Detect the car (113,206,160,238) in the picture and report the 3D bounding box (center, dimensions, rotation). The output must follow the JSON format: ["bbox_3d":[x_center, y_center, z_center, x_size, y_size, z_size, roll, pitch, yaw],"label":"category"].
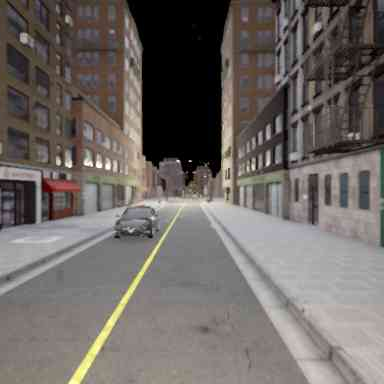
[{"bbox_3d":[-2.758,1.515,17.400,1.837,1.490,4.892,0,0,0],"label":"car"}]

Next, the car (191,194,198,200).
[{"bbox_3d":[0.874,1.441,90.053,1.752,1.417,4.829,0,0,0],"label":"car"}]
